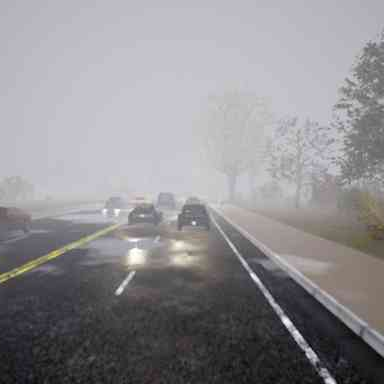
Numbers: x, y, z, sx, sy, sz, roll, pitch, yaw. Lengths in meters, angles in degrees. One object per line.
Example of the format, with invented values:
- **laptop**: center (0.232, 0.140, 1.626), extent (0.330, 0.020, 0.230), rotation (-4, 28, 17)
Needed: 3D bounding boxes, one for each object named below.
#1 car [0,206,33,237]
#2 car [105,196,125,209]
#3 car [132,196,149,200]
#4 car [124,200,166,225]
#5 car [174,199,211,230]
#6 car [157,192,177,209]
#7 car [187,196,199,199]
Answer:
- **car**: center (-9.817, 1.460, 16.866), extent (1.812, 1.442, 4.674), rotation (0, 0, 0)
- **car**: center (-9.741, 1.333, 42.404), extent (1.837, 1.490, 4.892), rotation (0, 0, 0)
- **car**: center (-6.493, 1.299, 42.223), extent (1.882, 1.535, 5.008), rotation (0, 0, 0)
- **car**: center (-3.143, 1.472, 23.097), extent (1.994, 1.385, 4.181), rotation (0, 0, 0)
- **car**: center (0.113, 1.424, 20.440), extent (1.837, 1.490, 4.892), rotation (0, 0, 0)
- **car**: center (-3.143, 1.047, 41.522), extent (2.150, 2.045, 5.566), rotation (0, 1, 0)
- **car**: center (0.114, 1.322, 42.759), extent (1.837, 1.490, 4.892), rotation (0, 0, 0)
